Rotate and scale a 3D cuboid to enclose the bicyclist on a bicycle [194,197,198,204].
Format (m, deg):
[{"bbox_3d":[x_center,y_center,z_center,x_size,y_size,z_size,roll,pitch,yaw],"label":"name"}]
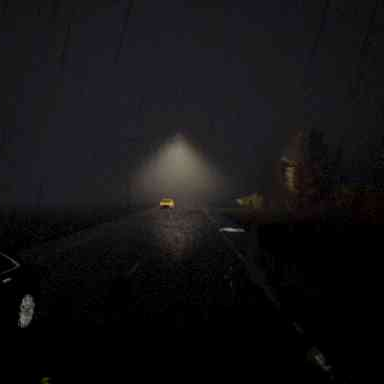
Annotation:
[{"bbox_3d":[0.983,1.893,75.725,0.866,1.612,1.509,0,-1,0],"label":"bicyclist on a bicycle"}]

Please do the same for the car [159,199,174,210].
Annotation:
[{"bbox_3d":[-3.569,1.762,47.281,1.882,1.535,5.008,0,0,0],"label":"car"}]

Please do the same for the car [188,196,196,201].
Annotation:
[{"bbox_3d":[0.026,1.893,93.722,1.882,1.535,5.008,0,0,0],"label":"car"}]

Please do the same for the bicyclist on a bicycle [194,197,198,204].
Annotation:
[{"bbox_3d":[0.981,1.853,66.620,0.582,1.620,1.656,0,-1,0],"label":"bicyclist on a bicycle"}]

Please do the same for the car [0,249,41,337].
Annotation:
[{"bbox_3d":[-3.599,1.530,4.024,1.837,1.490,4.892,0,0,0],"label":"car"}]
